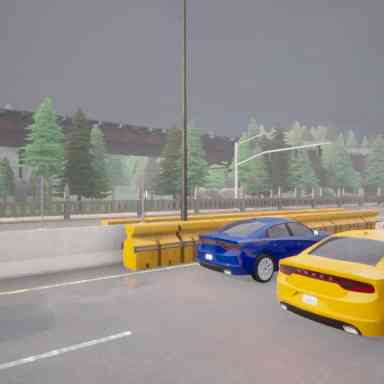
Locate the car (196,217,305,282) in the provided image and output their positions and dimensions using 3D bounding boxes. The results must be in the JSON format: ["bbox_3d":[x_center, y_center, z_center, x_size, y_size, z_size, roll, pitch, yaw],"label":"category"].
[{"bbox_3d":[2.438,1.478,9.793,5.008,1.535,1.882,0,0,-36],"label":"car"}]

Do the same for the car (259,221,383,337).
[{"bbox_3d":[3.799,1.478,6.464,5.008,1.535,1.882,0,0,-35],"label":"car"}]
